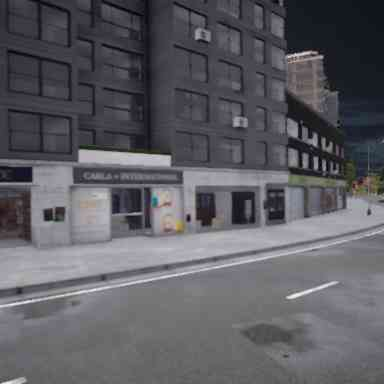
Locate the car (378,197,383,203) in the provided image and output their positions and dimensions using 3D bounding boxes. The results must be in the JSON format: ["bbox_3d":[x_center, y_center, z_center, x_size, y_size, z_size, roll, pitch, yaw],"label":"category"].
[{"bbox_3d":[44.775,1.800,77.716,1.882,1.535,5.008,-1,-1,25],"label":"car"}]
